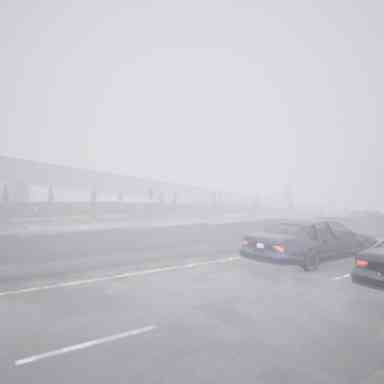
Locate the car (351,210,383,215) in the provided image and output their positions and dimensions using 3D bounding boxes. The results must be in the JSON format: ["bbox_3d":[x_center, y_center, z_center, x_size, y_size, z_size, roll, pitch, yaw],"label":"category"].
[{"bbox_3d":[14.239,2.218,27.044,5.008,1.535,1.882,5,-3,-35],"label":"car"}]

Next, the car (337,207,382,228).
[{"bbox_3d":[16.680,2.555,33.079,4.553,1.767,2.097,7,-4,-35],"label":"car"}]

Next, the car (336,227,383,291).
[{"bbox_3d":[5.974,1.584,8.007,5.357,1.411,2.033,0,0,-36],"label":"car"}]

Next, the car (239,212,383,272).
[{"bbox_3d":[3.979,1.585,10.884,5.357,1.411,2.033,0,0,-35],"label":"car"}]
